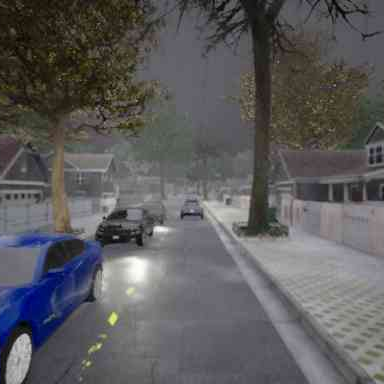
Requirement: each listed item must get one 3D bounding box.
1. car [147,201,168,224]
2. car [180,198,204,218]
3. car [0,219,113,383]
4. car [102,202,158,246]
[{"bbox_3d":[-2.793,1.421,23.706,1.837,1.490,4.892,0,0,0],"label":"car"},{"bbox_3d":[0.018,1.459,28.436,1.994,1.385,4.181,0,0,0],"label":"car"},{"bbox_3d":[-2.853,1.458,5.340,1.882,1.535,5.008,0,0,0],"label":"car"},{"bbox_3d":[-2.866,1.421,15.058,1.882,1.535,5.008,0,0,0],"label":"car"}]
